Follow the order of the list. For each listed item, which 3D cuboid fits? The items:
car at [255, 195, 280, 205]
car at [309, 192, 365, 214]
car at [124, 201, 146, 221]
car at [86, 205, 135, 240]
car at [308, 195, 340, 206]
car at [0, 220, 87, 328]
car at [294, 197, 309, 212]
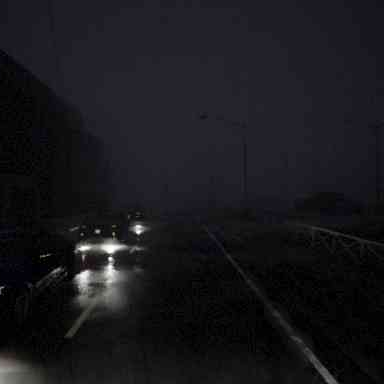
[{"bbox_3d":[11.518,1.232,50.657,3.633,1.501,1.845,-1,0,-3],"label":"car"},{"bbox_3d":[12.828,0.930,29.206,3.866,1.878,1.905,-1,0,-3],"label":"car"},{"bbox_3d":[-4.842,1.543,27.365,1.837,1.490,4.892,-1,0,-3],"label":"car"},{"bbox_3d":[-4.359,1.601,17.049,1.994,1.385,4.181,-1,0,-3],"label":"car"},{"bbox_3d":[19.074,1.159,48.039,3.806,1.475,1.970,-1,0,-3],"label":"car"},{"bbox_3d":[-3.865,1.562,7.140,1.812,1.442,4.674,-1,0,-3],"label":"car"},{"bbox_3d":[12.276,0.956,32.089,4.605,1.855,1.932,-1,0,-3],"label":"car"}]
